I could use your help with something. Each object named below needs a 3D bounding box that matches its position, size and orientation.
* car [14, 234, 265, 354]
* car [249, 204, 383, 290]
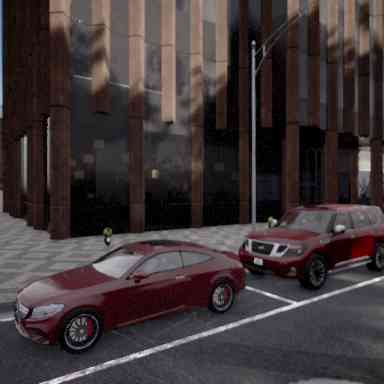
[{"bbox_3d":[-0.847,1.577,6.045,4.206,1.307,1.802,0,0,-36],"label":"car"},{"bbox_3d":[3.592,1.300,9.217,5.009,1.841,2.192,0,0,-36],"label":"car"}]
